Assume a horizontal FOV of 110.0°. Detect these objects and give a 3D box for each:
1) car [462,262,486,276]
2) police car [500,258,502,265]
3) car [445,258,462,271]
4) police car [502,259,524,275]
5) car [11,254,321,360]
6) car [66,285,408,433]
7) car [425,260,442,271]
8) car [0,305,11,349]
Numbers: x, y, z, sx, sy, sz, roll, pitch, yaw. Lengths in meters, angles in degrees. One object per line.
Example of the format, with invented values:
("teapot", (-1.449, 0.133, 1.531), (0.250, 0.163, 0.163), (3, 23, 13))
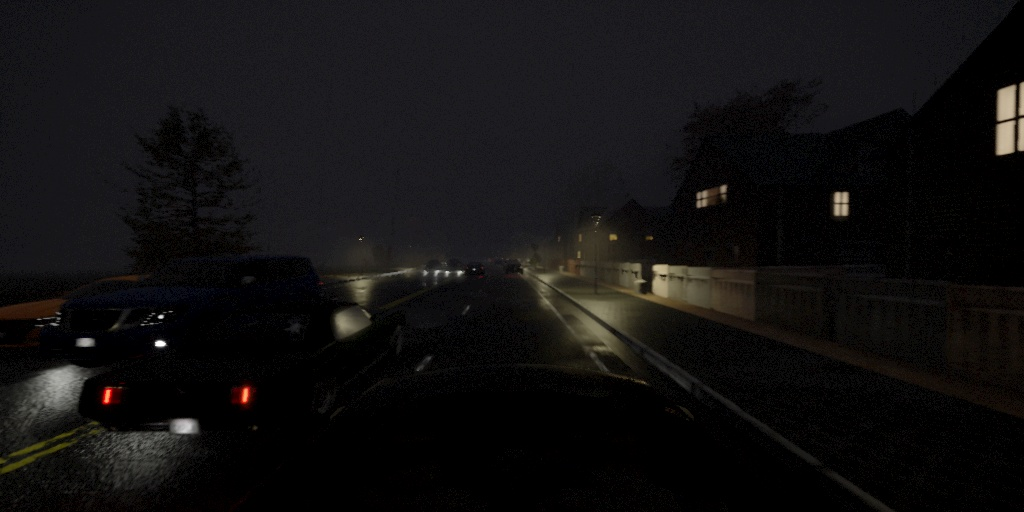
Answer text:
("car", (-3.866, 1.320, 38.022), (1.994, 1.385, 4.181), (0, 0, -2))
("police car", (-0.267, 1.174, 49.757), (1.930, 1.638, 5.238), (0, 0, -3))
("car", (-7.773, 1.124, 48.831), (2.097, 1.767, 4.553), (0, 0, -2))
("police car", (0.204, 1.171, 39.702), (1.930, 1.638, 5.238), (0, 0, -2))
("car", (-6.626, 0.981, 8.316), (2.150, 2.045, 5.566), (0, 0, 0))
("car", (-3.166, 1.355, 5.681), (1.895, 1.301, 4.718), (0, 0, 0))
("car", (-11.138, 1.289, 50.962), (1.837, 1.490, 4.892), (0, 0, -3))
("car", (-9.887, 1.244, 9.393), (1.882, 1.535, 5.008), (0, 0, 0))
